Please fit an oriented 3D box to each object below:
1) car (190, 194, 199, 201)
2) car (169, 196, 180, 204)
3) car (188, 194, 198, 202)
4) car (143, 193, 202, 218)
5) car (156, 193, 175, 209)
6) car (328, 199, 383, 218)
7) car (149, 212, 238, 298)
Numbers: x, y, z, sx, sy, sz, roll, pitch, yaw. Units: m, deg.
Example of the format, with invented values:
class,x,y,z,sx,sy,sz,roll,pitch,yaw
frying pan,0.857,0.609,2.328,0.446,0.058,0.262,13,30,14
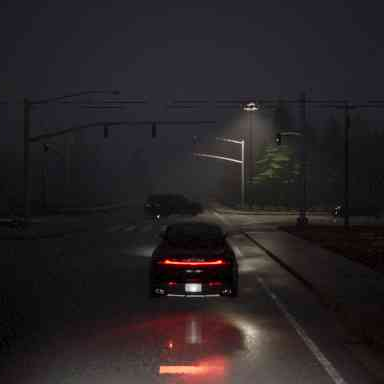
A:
class,x,y,z,sx,sy,sz,roll,pitch,yaw
car,0.671,1.297,83.258,2.097,1.767,4.553,0,0,2
car,-3.414,1.504,65.934,1.837,1.490,4.892,0,0,1
car,0.286,1.353,73.218,2.097,1.767,4.553,0,0,2
car,-1.646,1.237,29.626,5.566,2.045,2.150,0,2,-40
car,-3.591,1.221,45.938,2.150,2.045,5.566,0,0,0
car,14.590,1.379,29.660,4.553,1.767,2.097,0,0,1
car,0.049,1.501,8.525,1.837,1.490,4.892,0,0,1
